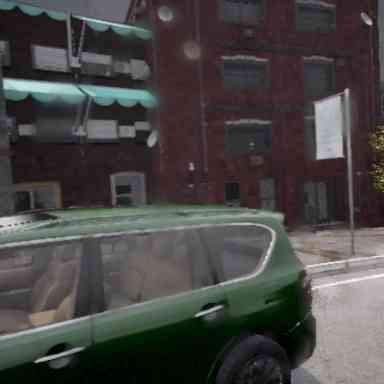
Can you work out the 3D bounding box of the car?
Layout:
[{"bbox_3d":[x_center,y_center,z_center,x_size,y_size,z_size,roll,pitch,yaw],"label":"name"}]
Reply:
[{"bbox_3d":[-1.276,1.188,2.955,5.566,2.045,2.150,0,1,-33],"label":"car"}]
